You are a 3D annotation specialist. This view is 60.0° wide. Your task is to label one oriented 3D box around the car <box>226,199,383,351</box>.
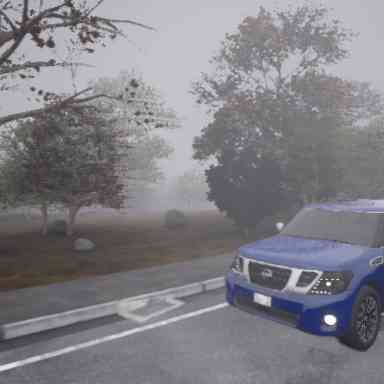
[{"bbox_3d":[3.171,1.198,6.591,5.566,2.045,2.150,0,0,-39],"label":"car"}]
